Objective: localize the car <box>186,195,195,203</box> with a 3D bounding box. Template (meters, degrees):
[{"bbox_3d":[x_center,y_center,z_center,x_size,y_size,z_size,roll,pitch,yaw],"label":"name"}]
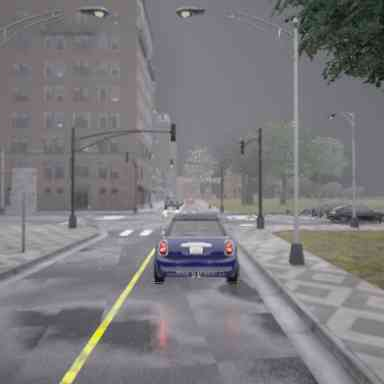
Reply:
[{"bbox_3d":[-0.394,1.849,88.708,2.150,2.045,5.566,0,-1,0],"label":"car"}]

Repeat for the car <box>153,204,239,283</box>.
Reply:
[{"bbox_3d":[0.100,1.405,9.985,2.097,1.767,4.553,0,0,0],"label":"car"}]

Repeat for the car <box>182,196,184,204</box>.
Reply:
[{"bbox_3d":[-2.874,1.715,58.783,2.097,1.767,4.553,0,0,1],"label":"car"}]

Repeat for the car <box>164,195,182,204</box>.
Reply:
[{"bbox_3d":[-2.932,1.509,48.987,2.150,2.045,5.566,0,0,-2],"label":"car"}]

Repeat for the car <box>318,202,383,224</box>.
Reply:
[{"bbox_3d":[12.192,1.622,24.631,4.674,1.442,1.812,0,-1,1],"label":"car"}]

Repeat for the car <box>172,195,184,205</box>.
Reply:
[{"bbox_3d":[-2.855,1.675,69.372,2.150,2.045,5.566,0,0,0],"label":"car"}]

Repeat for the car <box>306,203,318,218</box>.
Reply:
[{"bbox_3d":[13.388,1.761,31.132,4.181,1.385,1.994,0,-1,-1],"label":"car"}]

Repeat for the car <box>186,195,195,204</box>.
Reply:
[{"bbox_3d":[-0.373,1.884,78.428,2.097,1.767,4.553,0,-1,0],"label":"car"}]

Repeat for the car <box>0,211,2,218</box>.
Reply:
[{"bbox_3d":[-17.108,1.294,24.387,5.566,2.045,2.150,0,-1,0],"label":"car"}]

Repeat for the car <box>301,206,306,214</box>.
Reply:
[{"bbox_3d":[13.807,1.739,34.395,4.902,1.511,2.128,0,-1,0],"label":"car"}]
